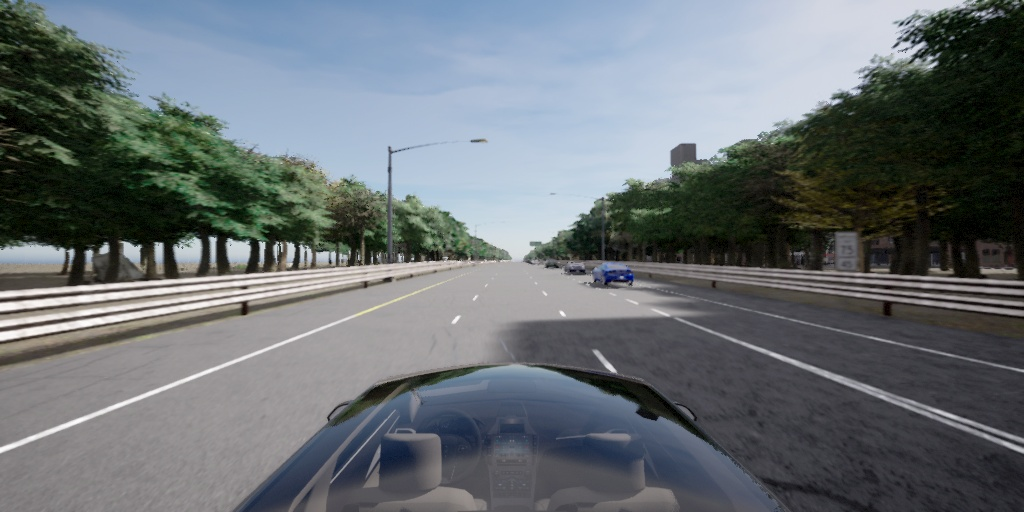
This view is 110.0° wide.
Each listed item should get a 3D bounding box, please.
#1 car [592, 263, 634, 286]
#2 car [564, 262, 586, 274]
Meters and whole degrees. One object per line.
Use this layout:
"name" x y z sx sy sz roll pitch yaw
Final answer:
"car" 7.010 1.230 25.382 1.882 1.535 5.008 0 0 0
"car" 7.041 1.376 40.644 1.895 1.301 4.718 0 0 0
